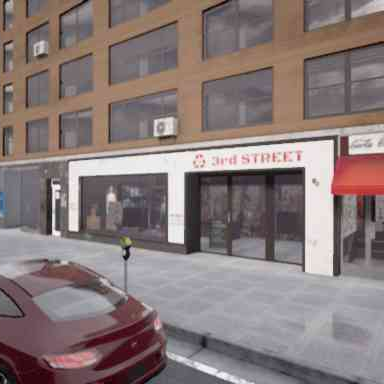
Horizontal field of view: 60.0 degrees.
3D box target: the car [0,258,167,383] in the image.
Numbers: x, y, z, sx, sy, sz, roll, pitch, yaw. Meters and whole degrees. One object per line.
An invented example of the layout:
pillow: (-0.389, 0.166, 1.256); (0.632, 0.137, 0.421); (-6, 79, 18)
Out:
car: (-2.216, 1.567, 4.394); (4.206, 1.307, 1.802); (0, 0, 36)
